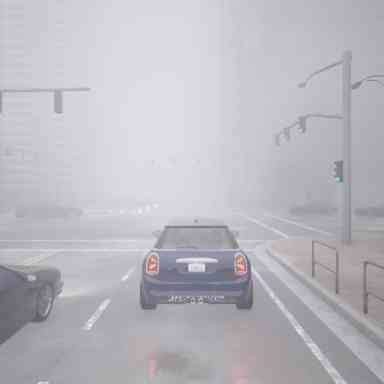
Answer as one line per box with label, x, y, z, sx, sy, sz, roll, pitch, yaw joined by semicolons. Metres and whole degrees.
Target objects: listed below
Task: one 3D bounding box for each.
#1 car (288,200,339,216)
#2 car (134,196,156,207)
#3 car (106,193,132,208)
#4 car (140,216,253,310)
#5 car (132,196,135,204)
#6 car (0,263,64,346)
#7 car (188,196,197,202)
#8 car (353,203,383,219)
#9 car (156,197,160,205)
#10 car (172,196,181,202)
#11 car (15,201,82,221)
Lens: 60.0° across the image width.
car;11.708;1.526;32.177;4.674;1.442;1.812;0;0;1
car;-7.013;1.564;50.406;1.994;1.385;4.181;0;0;0
car;-10.519;1.352;48.143;2.097;1.767;4.553;0;0;0
car;0.092;1.352;8.000;2.097;1.767;4.553;0;0;0
car;-10.481;1.505;58.088;1.837;1.490;4.892;0;0;0
car;-3.414;1.547;4.142;2.033;1.411;5.357;0;0;-1
car;0.123;1.553;72.632;1.994;1.385;4.181;0;0;0
car;16.502;1.601;28.634;4.718;1.301;1.895;0;0;1
car;-6.972;1.601;60.367;1.895;1.301;4.718;0;0;0
car;-3.383;1.465;72.231;2.033;1.411;5.357;0;0;0
car;-11.574;1.477;27.072;5.008;1.535;1.882;0;1;-23
